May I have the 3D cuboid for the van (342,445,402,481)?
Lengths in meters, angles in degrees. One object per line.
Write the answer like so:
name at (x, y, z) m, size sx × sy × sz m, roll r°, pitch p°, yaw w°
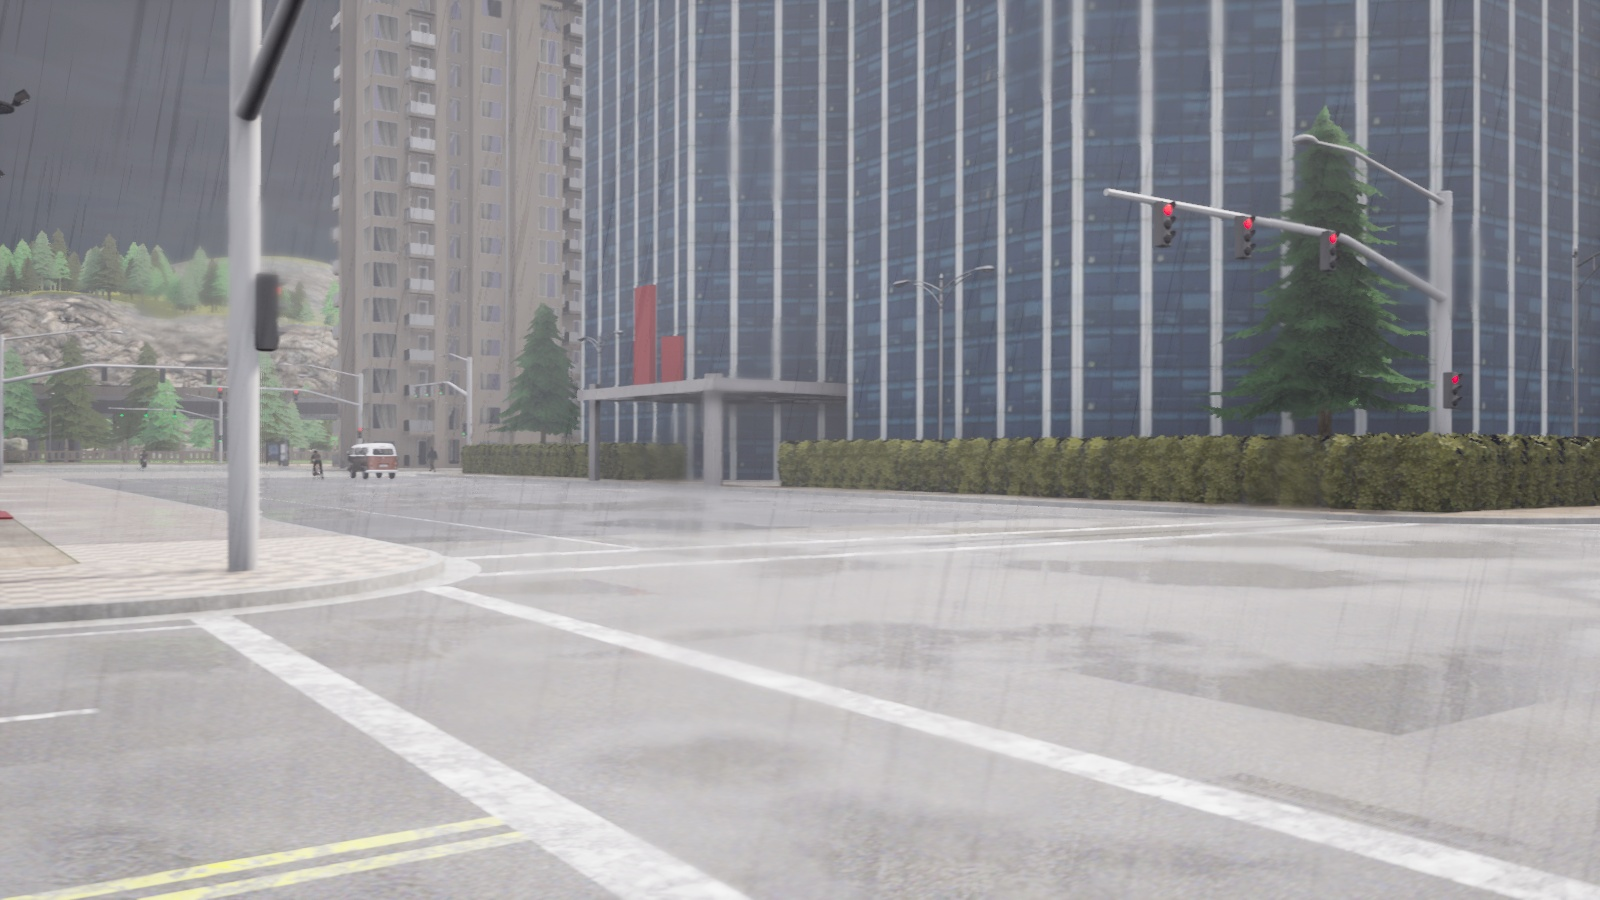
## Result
van at (-24.609, 0.729, 72.109) m, size 2.069 × 2.038 × 4.480 m, roll 0°, pitch 0°, yaw -35°
